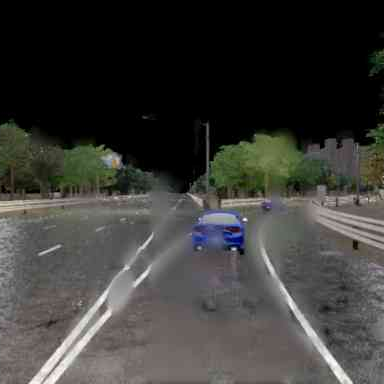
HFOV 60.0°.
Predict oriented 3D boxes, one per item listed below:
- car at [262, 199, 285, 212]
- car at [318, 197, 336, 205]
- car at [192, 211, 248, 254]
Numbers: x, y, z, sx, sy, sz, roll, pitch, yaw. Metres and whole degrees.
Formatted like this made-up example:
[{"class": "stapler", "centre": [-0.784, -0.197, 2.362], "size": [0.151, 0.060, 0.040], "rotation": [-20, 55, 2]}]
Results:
[{"class": "car", "centre": [9.585, 1.529, 38.954], "size": [1.882, 1.535, 5.008], "rotation": [0, 0, 27]}, {"class": "car", "centre": [24.008, 1.565, 59.116], "size": [1.812, 1.442, 4.674], "rotation": [0, 0, 42]}, {"class": "car", "centre": [1.242, 1.504, 13.754], "size": [1.882, 1.535, 5.008], "rotation": [0, 0, 9]}]
